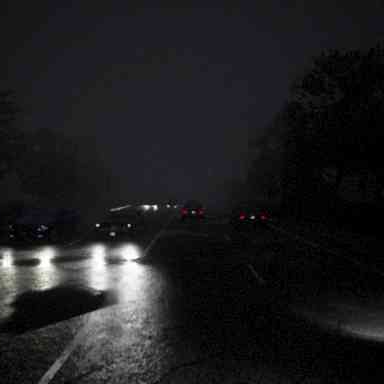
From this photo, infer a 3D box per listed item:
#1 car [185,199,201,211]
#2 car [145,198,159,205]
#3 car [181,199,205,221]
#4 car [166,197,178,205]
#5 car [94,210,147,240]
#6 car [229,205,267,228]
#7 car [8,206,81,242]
[{"bbox_3d":[0.097,1.583,42.972,1.994,1.385,4.181,0,0,0],"label":"car"},{"bbox_3d":[-7.036,1.627,58.635,1.895,1.301,4.718,0,0,1],"label":"car"},{"bbox_3d":[0.097,1.559,27.168,2.033,1.411,5.357,0,0,0],"label":"car"},{"bbox_3d":[-3.521,1.574,59.414,2.033,1.411,5.357,0,0,1],"label":"car"},{"bbox_3d":[-3.601,1.609,17.371,1.895,1.301,4.718,0,0,0],"label":"car"},{"bbox_3d":[3.595,1.557,22.209,2.033,1.411,5.357,0,0,0],"label":"car"},{"bbox_3d":[-7.102,1.485,16.516,1.882,1.535,5.008,0,0,0],"label":"car"}]
